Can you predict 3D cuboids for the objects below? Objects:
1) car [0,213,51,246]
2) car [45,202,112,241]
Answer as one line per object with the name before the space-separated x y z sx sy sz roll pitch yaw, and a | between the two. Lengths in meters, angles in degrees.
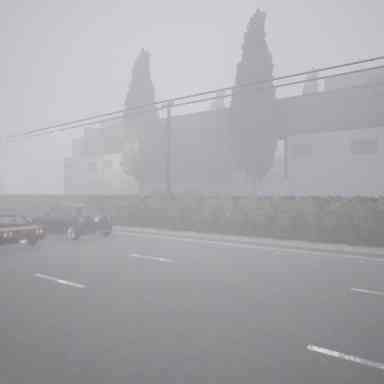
car | -8.293 1.614 14.084 4.718 1.301 1.895 0 0 36
car | -6.212 1.363 16.898 4.553 1.767 2.097 0 0 36
